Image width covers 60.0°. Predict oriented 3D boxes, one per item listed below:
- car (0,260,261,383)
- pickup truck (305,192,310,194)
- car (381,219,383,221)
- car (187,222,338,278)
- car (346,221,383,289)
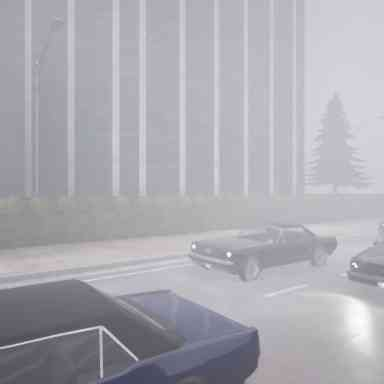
[{"bbox_3d":[-1.698,1.601,2.763,4.718,1.301,1.895,0,0,-36],"label":"car"},{"bbox_3d":[25.298,1.055,75.759,2.390,2.098,6.274,0,0,-6],"label":"pickup truck"},{"bbox_3d":[10.933,1.491,16.167,4.902,1.511,2.128,0,0,-36],"label":"car"},{"bbox_3d":[2.213,1.601,9.900,4.718,1.301,1.895,0,0,-36],"label":"car"},{"bbox_3d":[6.131,1.547,8.408,5.357,1.411,2.033,0,0,-36],"label":"car"}]
